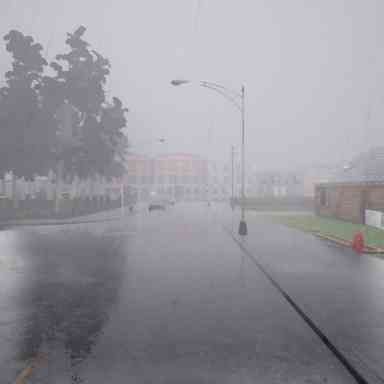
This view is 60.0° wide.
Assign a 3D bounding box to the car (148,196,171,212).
[{"bbox_3d":[-4.010,1.547,39.787,2.033,1.411,5.357,0,0,0],"label":"car"}]

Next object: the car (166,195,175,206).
[{"bbox_3d":[-3.912,1.351,54.333,2.097,1.767,4.553,0,0,1],"label":"car"}]
